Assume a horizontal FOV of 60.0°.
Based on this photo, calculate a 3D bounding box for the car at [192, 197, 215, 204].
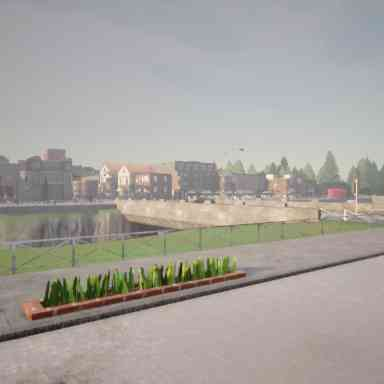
[{"bbox_3d":[1.957,1.526,55.318,1.812,1.442,4.674,0,0,-35],"label":"car"}]
